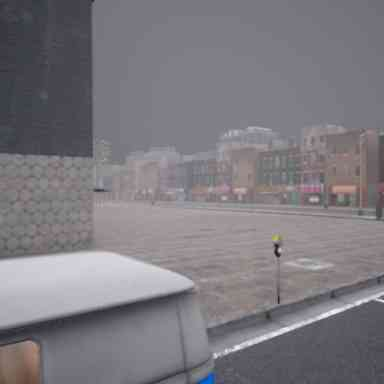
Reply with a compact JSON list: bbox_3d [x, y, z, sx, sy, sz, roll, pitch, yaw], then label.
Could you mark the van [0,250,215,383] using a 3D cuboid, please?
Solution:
[{"bbox_3d":[-1.738,1.341,1.581,3.998,1.788,1.690,0,-1,-36],"label":"van"}]
